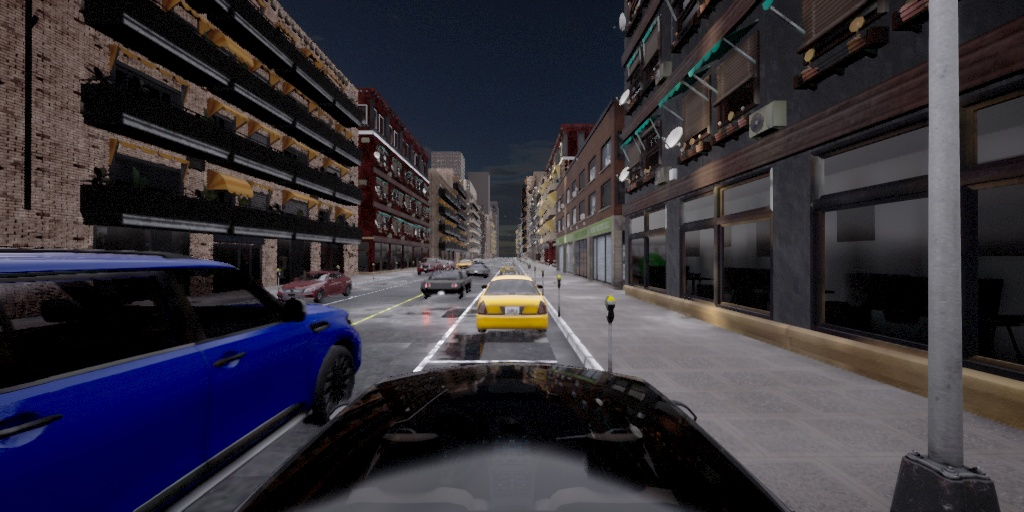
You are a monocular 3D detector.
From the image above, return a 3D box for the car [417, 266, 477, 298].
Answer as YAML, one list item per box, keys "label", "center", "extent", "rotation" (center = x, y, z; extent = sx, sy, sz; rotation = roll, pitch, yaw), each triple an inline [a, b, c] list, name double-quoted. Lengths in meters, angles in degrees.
- label: "car"
  center: [-3.132, 1.352, 18.178]
  extent: [1.895, 1.301, 4.718]
  rotation: [0, 0, 0]

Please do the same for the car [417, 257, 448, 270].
- label: "car"
  center: [-8.837, 1.064, 39.007]
  extent: [2.192, 1.841, 5.009]
  rotation: [0, 0, 0]

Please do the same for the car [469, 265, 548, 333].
- label: "car"
  center: [0.005, 1.207, 10.689]
  extent: [1.801, 1.575, 5.366]
  rotation: [0, 0, 0]

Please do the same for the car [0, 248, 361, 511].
- label: "car"
  center: [-3.145, 0.974, 2.567]
  extent: [2.150, 2.045, 5.566]
  rotation: [0, 0, 0]

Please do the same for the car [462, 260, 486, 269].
- label: "car"
  center: [-3.128, 1.314, 33.492]
  extent: [1.994, 1.385, 4.181]
  rotation: [0, 0, 0]

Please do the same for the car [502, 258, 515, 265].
- label: "car"
  center: [-0.456, 1.275, 39.173]
  extent: [1.751, 1.417, 4.829]
  rotation: [0, 0, 0]

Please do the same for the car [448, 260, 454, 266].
- label: "car"
  center: [-8.837, 1.188, 44.643]
  extent: [1.967, 1.591, 4.097]
  rotation: [0, 0, 0]

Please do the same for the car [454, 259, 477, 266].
- label: "car"
  center: [-6.171, 1.226, 47.727]
  extent: [1.882, 1.535, 5.008]
  rotation: [0, 0, 0]
